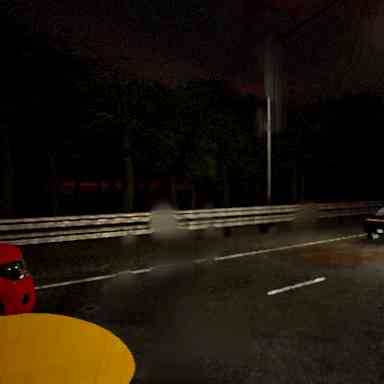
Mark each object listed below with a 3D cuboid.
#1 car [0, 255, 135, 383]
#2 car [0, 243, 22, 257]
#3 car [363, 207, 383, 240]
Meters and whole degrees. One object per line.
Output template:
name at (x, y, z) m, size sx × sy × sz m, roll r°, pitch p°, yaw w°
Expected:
car at (-2.720, 1.488, 1.811) m, size 5.008 × 1.535 × 1.882 m, roll 0°, pitch 0°, yaw -36°
car at (-5.171, 1.236, 4.361) m, size 5.566 × 2.045 × 2.150 m, roll -1°, pitch 0°, yaw -35°
car at (9.658, 1.368, 15.033) m, size 4.902 × 1.511 × 2.128 m, roll -1°, pitch 0°, yaw -36°
